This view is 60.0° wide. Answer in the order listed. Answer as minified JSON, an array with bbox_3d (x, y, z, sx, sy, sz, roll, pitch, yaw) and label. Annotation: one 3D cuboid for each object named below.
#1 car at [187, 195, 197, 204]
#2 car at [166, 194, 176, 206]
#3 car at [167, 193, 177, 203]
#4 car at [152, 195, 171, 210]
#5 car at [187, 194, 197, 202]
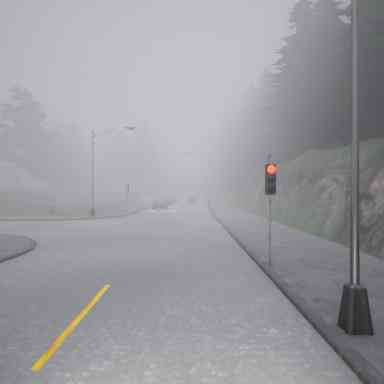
[{"bbox_3d":[0.056,1.478,63.492,1.882,1.535,5.008,0,0,0],"label":"car"},{"bbox_3d":[-4.128,1.478,53.746,1.882,1.535,5.008,0,0,0],"label":"car"},{"bbox_3d":[-4.086,1.221,64.426,2.150,2.045,5.566,0,0,0],"label":"car"},{"bbox_3d":[-4.115,1.526,43.455,1.812,1.442,4.674,0,0,0],"label":"car"},{"bbox_3d":[-0.049,1.355,73.585,2.097,1.767,4.553,0,0,0],"label":"car"}]
